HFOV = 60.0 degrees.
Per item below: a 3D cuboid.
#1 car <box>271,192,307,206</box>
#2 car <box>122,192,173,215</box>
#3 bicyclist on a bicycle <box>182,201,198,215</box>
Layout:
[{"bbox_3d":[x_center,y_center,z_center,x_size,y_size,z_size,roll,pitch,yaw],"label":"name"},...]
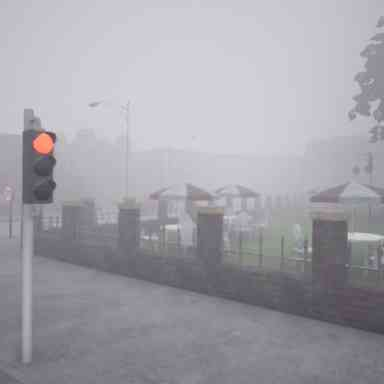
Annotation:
[{"bbox_3d":[13.633,1.044,47.906,5.566,2.045,2.150,1,0,0],"label":"car"},{"bbox_3d":[-4.022,0.990,30.857,2.150,2.045,5.566,1,1,35],"label":"car"},{"bbox_3d":[-0.033,1.201,21.954,1.656,1.620,0.582,0,0,35],"label":"bicyclist on a bicycle"}]
